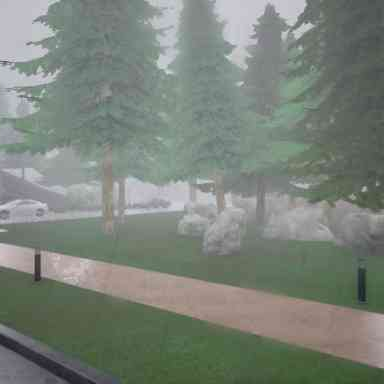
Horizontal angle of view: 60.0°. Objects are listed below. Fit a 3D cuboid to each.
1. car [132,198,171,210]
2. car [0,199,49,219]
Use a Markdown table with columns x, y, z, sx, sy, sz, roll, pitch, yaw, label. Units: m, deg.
| x | y | z | sx | sy | sz | roll | pitch | yaw | label |
| --- | --- | --- | --- | --- | --- | --- | --- | --- | --- |
| -4.795 | 1.373 | 40.338 | 2.033 | 1.411 | 5.357 | 0 | 0 | 36 | car |
| -14.179 | 1.352 | 27.340 | 1.812 | 1.442 | 4.674 | 0 | 0 | 35 | car |
